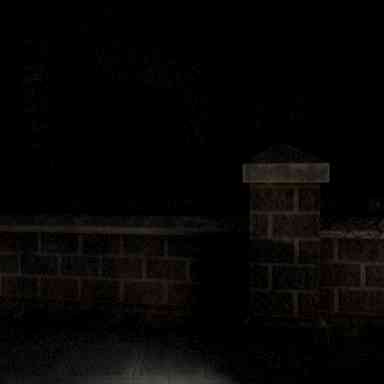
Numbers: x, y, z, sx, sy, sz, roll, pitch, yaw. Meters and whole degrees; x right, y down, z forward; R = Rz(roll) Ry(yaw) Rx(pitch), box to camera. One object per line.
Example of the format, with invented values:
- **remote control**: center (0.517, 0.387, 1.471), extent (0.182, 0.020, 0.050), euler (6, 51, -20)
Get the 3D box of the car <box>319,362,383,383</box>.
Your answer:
- **car**: center (2.994, 1.527, 1.696), extent (4.674, 1.442, 1.812), euler (0, 0, 8)
